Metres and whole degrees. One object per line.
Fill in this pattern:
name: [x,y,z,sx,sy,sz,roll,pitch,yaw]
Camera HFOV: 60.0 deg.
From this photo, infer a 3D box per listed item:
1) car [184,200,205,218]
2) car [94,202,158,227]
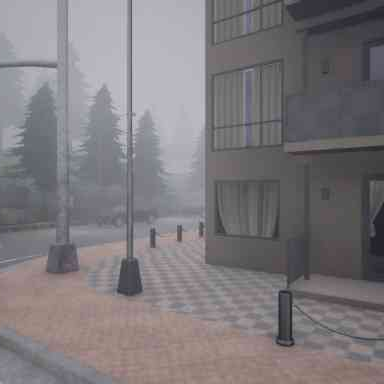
car: [1.190,1.499,31.274,1.882,1.535,5.008,0,0,35]
car: [-4.475,1.499,23.119,1.882,1.535,5.008,0,0,35]
